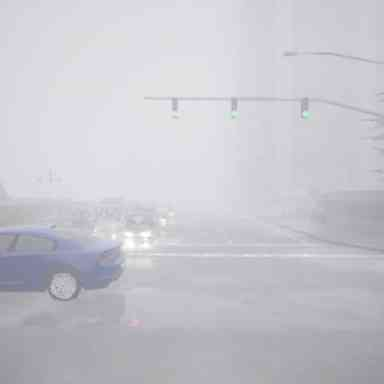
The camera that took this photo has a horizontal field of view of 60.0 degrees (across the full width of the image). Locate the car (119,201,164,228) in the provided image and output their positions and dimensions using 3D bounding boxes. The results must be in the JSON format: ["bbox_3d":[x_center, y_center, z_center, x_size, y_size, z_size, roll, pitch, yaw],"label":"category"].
[{"bbox_3d":[-3.506,1.685,24.056,2.128,1.511,4.902,0,-1,0],"label":"car"}]

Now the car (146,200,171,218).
[{"bbox_3d":[-3.459,1.816,33.909,1.812,1.442,4.674,0,-1,0],"label":"car"}]

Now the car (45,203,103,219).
[{"bbox_3d":[-7.032,1.631,19.235,2.128,1.511,4.902,0,-1,0],"label":"car"}]

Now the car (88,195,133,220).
[{"bbox_3d":[-6.980,1.457,29.105,2.150,2.045,5.566,0,-1,0],"label":"car"}]

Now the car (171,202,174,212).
[{"bbox_3d":[-3.381,1.920,44.487,1.812,1.442,4.674,0,-1,1],"label":"car"}]

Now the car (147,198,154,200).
[{"bbox_3d":[-6.847,1.810,51.833,2.097,1.767,4.553,0,0,1],"label":"car"}]

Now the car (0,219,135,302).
[{"bbox_3d":[-4.109,1.552,7.901,5.008,1.535,1.882,0,-1,1],"label":"car"}]

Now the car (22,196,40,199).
[{"bbox_3d":[-28.553,1.673,57.110,4.605,1.855,1.932,0,-1,1],"label":"car"}]

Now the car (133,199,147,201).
[{"bbox_3d":[-6.927,1.686,39.049,2.097,1.767,4.553,0,-1,0],"label":"car"}]
